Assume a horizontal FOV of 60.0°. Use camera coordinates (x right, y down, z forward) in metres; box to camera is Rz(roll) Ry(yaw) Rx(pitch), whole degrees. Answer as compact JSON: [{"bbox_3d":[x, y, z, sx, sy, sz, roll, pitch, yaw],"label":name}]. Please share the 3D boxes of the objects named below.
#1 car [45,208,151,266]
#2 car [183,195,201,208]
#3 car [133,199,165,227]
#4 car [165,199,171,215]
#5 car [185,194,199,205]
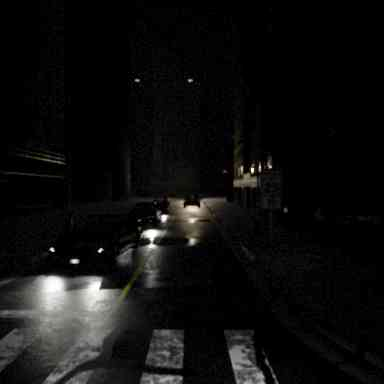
[{"bbox_3d":[-3.069,1.517,11.807,2.033,1.411,5.357,0,0,4],"label":"car"},{"bbox_3d":[0.004,1.098,42.133,2.097,1.767,4.553,0,1,0],"label":"car"},{"bbox_3d":[-3.087,1.419,22.140,1.837,1.490,4.892,0,0,0],"label":"car"},{"bbox_3d":[-3.075,1.376,32.480,2.033,1.411,5.357,0,1,1],"label":"car"},{"bbox_3d":[0.004,1.141,52.180,2.128,1.511,4.902,0,1,0],"label":"car"}]
